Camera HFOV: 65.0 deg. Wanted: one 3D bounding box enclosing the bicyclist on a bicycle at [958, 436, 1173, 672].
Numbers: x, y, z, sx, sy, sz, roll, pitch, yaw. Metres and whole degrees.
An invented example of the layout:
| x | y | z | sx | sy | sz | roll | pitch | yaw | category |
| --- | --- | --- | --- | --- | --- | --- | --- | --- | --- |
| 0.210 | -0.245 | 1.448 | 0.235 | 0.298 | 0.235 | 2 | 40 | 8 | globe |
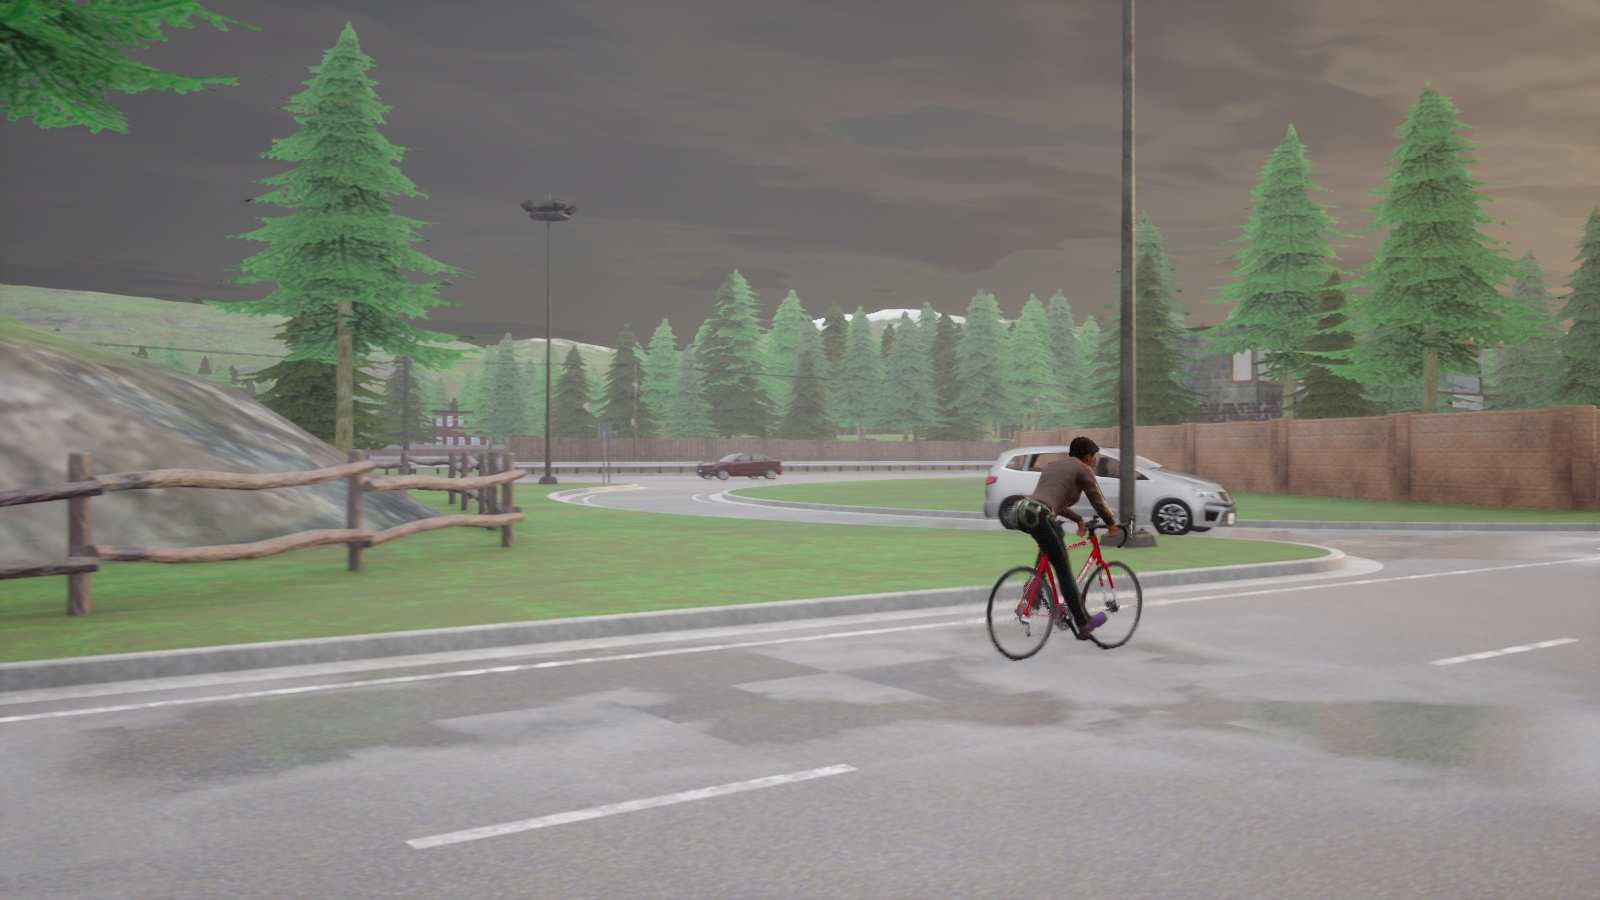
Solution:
| x | y | z | sx | sy | sz | roll | pitch | yaw | category |
| --- | --- | --- | --- | --- | --- | --- | --- | --- | --- |
| 1.989 | 0.716 | 9.308 | 1.656 | 1.620 | 0.582 | 0 | 0 | -35 | bicyclist on a bicycle |

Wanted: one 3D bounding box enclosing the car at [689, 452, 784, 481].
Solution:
| x | y | z | sx | sy | sz | roll | pitch | yaw | category |
| --- | --- | --- | --- | --- | --- | --- | --- | --- | --- |
| -3.478 | 0.899 | 69.079 | 5.008 | 1.535 | 1.882 | 0 | 0 | -35 | car |

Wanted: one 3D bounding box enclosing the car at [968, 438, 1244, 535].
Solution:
| x | y | z | sx | sy | sz | roll | pitch | yaw | category |
| --- | --- | --- | --- | --- | --- | --- | --- | --- | --- |
| 5.779 | 0.635 | 23.809 | 4.611 | 1.667 | 2.242 | 0 | 0 | 32 | car |
